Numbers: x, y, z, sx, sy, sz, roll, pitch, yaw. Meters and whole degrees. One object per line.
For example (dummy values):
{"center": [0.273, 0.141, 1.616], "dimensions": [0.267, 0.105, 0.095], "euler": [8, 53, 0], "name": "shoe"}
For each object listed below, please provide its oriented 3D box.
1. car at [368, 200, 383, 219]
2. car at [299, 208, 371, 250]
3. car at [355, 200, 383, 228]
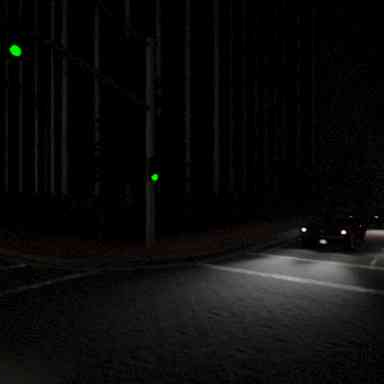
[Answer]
{"center": [16.803, 1.469, 29.100], "dimensions": [1.812, 1.442, 4.674], "euler": [0, 0, 36], "name": "car"}
{"center": [6.208, 1.556, 14.340], "dimensions": [1.895, 1.301, 4.718], "euler": [0, 0, 36], "name": "car"}
{"center": [11.552, 1.475, 21.769], "dimensions": [1.812, 1.442, 4.674], "euler": [0, 0, 36], "name": "car"}
